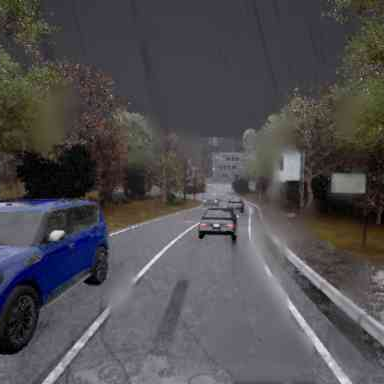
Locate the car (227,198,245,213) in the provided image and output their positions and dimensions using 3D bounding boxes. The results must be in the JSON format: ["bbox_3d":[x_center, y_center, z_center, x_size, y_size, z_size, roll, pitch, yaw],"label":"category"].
[{"bbox_3d":[4.907,1.464,37.528,2.128,1.511,4.902,1,0,10],"label":"car"}]

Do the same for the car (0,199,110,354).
[{"bbox_3d":[-3.310,1.189,6.470,2.150,2.045,5.566,0,0,4],"label":"car"}]

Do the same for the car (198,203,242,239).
[{"bbox_3d":[1.437,1.532,17.296,2.033,1.411,5.357,1,0,8],"label":"car"}]

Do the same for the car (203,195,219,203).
[{"bbox_3d":[2.793,1.255,47.784,2.097,1.767,4.553,1,0,8],"label":"car"}]
